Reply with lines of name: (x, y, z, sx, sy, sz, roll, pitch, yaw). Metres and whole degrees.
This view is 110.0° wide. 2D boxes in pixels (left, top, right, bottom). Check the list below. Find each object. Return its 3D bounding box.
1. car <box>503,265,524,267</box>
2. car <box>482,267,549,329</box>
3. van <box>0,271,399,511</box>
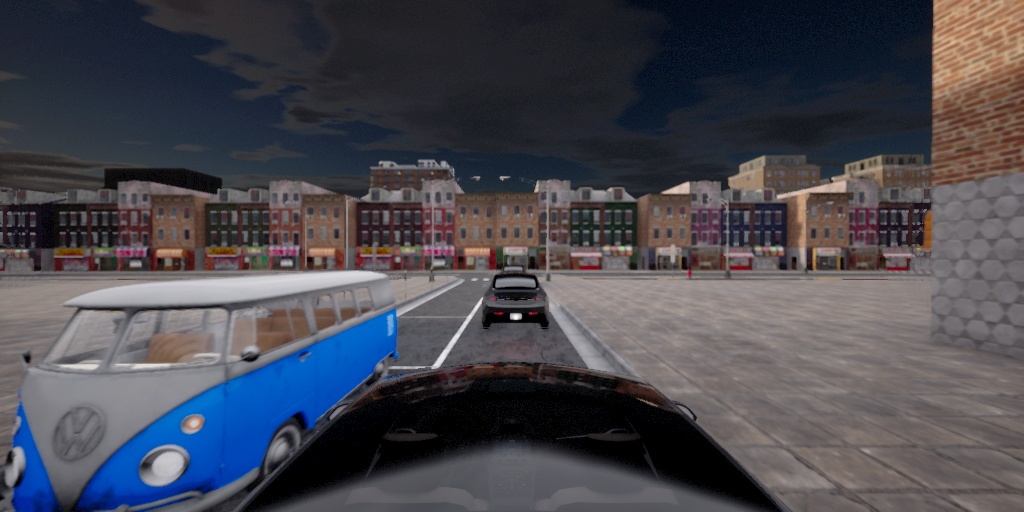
car: (0.090, 1.293, 22.943, 1.837, 1.490, 4.892, 0, 0, 0)
car: (0.095, 1.271, 11.377, 1.837, 1.490, 4.892, 0, 0, 0)
van: (-2.639, 1.095, 4.141, 1.690, 1.789, 3.998, 0, 0, 0)
